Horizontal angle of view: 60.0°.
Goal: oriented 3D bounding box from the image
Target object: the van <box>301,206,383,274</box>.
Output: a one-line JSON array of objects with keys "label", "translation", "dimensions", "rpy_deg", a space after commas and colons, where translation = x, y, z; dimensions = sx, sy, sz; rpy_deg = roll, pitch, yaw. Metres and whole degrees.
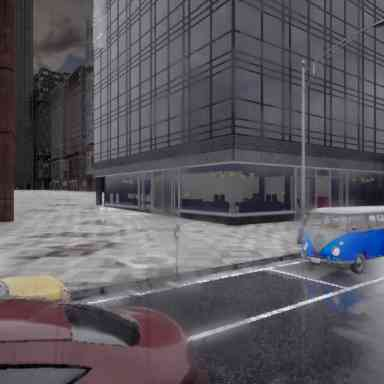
[{"label": "van", "translation": [5.080, 1.341, 10.288], "dimensions": [3.998, 1.788, 1.690], "rpy_deg": [0, 0, -36]}]

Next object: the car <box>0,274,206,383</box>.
[{"label": "car", "translation": [-2.033, 1.526, 1.927], "dimensions": [4.674, 1.442, 1.812], "rpy_deg": [0, 0, -36]}]

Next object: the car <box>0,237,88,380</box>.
[{"label": "car", "translation": [-3.905, 1.525, 3.864], "dimensions": [4.829, 1.417, 1.752], "rpy_deg": [0, 0, -36]}]
